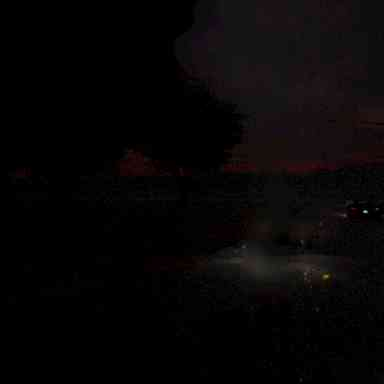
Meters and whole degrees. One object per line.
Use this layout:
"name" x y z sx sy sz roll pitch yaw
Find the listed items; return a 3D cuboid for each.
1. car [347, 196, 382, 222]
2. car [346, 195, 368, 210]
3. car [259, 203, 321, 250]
"car" 11.727 1.193 22.731 1.994 1.385 4.181 0 1 25
"car" 17.366 1.076 35.108 1.895 1.301 4.718 0 1 25
"car" 4.078 1.245 13.450 1.882 1.535 5.008 0 1 25
